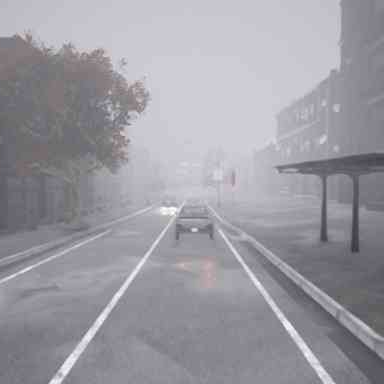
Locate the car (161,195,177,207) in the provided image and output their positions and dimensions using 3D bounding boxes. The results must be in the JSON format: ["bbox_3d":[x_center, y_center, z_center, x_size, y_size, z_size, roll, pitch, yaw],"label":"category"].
[{"bbox_3d":[-2.967,1.138,44.300,2.128,1.511,4.902,0,1,1],"label":"car"}]

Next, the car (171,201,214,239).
[{"bbox_3d":[0.118,1.448,17.165,2.128,1.511,4.902,0,0,0],"label":"car"}]

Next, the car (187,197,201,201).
[{"bbox_3d":[0.183,1.303,36.523,2.033,1.411,5.357,0,1,0],"label":"car"}]
